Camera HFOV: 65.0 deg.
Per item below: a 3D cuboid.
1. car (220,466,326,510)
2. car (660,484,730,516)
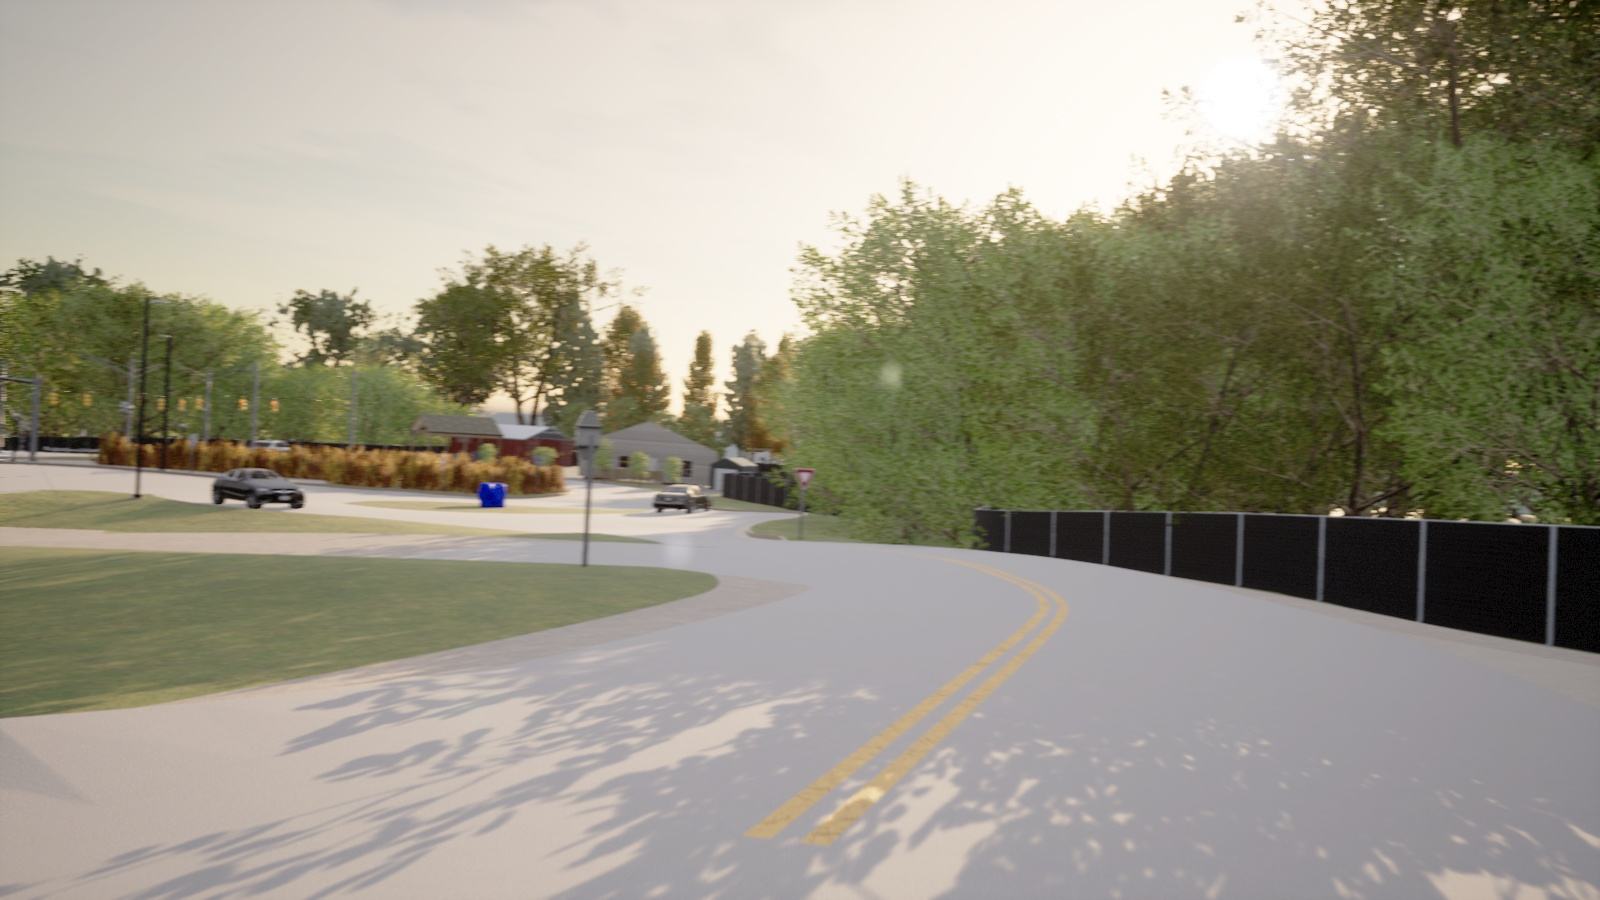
[{"bbox_3d":[-22.724,1.607,54.066,5.027,1.651,2.152,2,0,41],"label":"car"},{"bbox_3d":[-5.262,2.521,63.906,2.033,1.411,5.357,1,0,12],"label":"car"}]
